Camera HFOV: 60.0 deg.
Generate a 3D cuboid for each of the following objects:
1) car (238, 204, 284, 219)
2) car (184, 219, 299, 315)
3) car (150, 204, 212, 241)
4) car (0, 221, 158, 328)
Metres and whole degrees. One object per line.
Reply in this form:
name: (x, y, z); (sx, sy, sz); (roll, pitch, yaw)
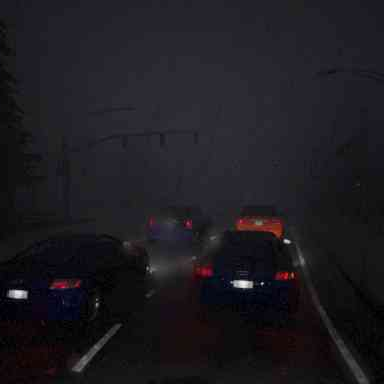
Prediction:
car: (3.352, 1.352, 16.106); (2.097, 1.767, 4.553); (0, 0, 14)
car: (1.325, 1.564, 7.708); (1.994, 1.385, 4.181); (0, 0, 13)
car: (-0.393, 1.352, 15.563); (2.097, 1.767, 4.553); (0, 0, 14)
car: (-2.351, 1.564, 7.165); (1.994, 1.385, 4.181); (0, 0, 10)
